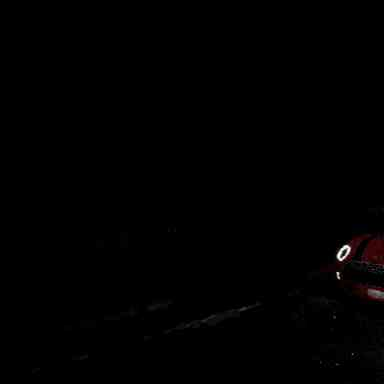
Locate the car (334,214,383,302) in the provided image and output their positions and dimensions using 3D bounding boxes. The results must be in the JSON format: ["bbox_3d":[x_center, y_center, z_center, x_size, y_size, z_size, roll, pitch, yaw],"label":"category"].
[{"bbox_3d":[5.163,1.091,7.450,4.553,1.767,2.097,-7,3,-36],"label":"car"}]
